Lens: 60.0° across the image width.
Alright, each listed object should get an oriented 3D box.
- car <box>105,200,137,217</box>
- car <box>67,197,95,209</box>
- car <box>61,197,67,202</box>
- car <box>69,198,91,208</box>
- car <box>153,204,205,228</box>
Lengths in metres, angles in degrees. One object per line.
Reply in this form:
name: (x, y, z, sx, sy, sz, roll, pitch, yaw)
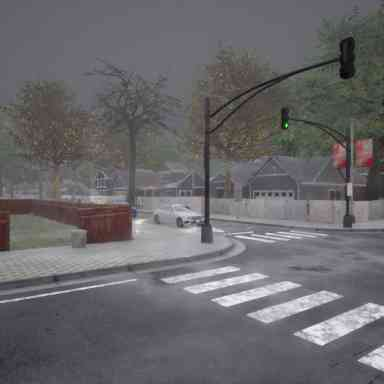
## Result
car: (-6.828, 1.513, 30.824, 1.882, 1.535, 5.008, 0, 0, -36)
car: (-12.816, 1.530, 39.205, 1.882, 1.535, 5.008, 0, 0, -35)
car: (-22.359, 1.601, 57.419, 2.128, 1.511, 4.902, 0, 0, -36)
car: (-16.699, 1.654, 49.611, 1.994, 1.385, 4.181, 0, 0, -35)
car: (-0.990, 1.547, 22.655, 1.812, 1.442, 4.674, 0, 0, -36)
